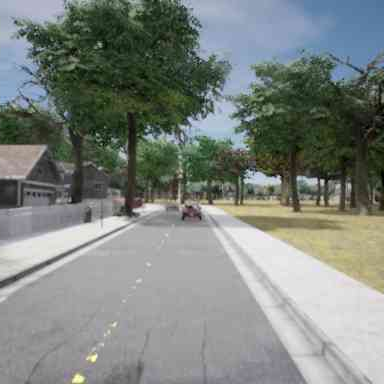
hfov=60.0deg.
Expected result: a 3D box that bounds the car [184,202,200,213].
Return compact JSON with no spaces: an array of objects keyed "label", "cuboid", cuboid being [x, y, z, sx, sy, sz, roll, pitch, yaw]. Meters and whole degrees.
[{"label":"car","cuboid":[0.021,2.017,44.248,1.895,1.301,4.718,0,-1,1]}]

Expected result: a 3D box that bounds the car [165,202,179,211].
[{"label":"car","cuboid":[-2.766,2.106,47.625,1.895,1.301,4.718,0,-1,0]}]

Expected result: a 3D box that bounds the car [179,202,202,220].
[{"label":"car","cuboid":[-0.008,1.813,31.424,1.812,1.442,4.674,0,0,0]}]
